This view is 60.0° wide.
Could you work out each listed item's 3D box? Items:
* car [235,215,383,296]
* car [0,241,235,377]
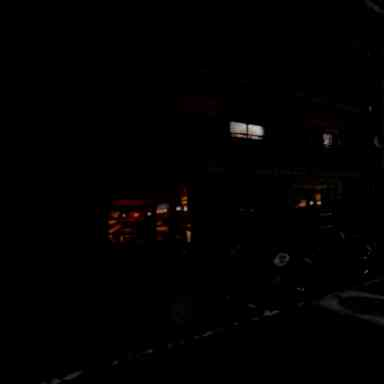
[{"bbox_3d":[2.836,1.435,8.588,4.097,1.590,1.967,0,0,-35],"label":"car"},{"bbox_3d":[-1.664,1.543,5.378,4.507,1.381,1.887,0,0,-35],"label":"car"}]
